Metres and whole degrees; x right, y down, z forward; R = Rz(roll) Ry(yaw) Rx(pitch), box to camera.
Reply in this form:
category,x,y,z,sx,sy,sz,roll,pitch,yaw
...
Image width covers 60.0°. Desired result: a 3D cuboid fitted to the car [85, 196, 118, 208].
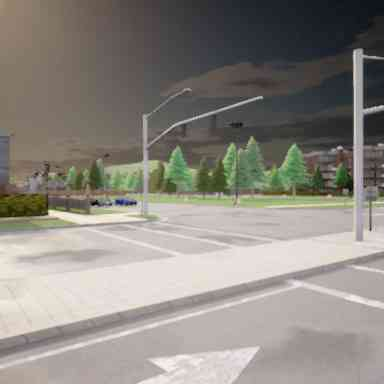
category,x,y,z,sx,sy,sz,roll,pitch,yaw
car,-12.847,1.378,47.098,2.128,1.511,4.902,0,0,-36

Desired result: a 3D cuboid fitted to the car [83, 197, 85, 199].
category,x,y,z,sx,sy,sz,roll,pitch,yaw
car,-18.801,1.463,61.311,1.895,1.301,4.718,0,0,-36

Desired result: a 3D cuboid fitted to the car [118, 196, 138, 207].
category,x,y,z,sx,sy,sz,roll,pitch,yaw
car,-9.684,1.339,48.703,1.882,1.535,5.008,0,0,-36
